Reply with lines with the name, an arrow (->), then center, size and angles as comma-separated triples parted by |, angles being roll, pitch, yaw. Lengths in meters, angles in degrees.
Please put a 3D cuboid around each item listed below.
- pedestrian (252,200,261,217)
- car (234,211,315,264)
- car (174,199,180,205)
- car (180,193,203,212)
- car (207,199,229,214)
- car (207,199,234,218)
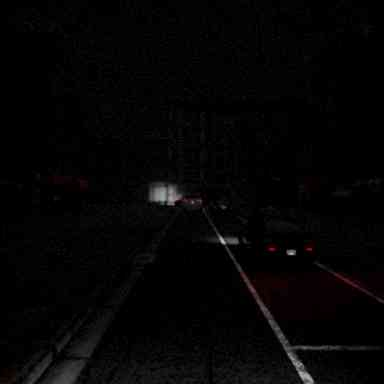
pedestrian -> 2.749, 1.256, 14.356 | 0.375, 1.860, 0.375 | 0, 0, 0
car -> 2.749, 1.496, 11.512 | 1.812, 1.442, 4.674 | 0, 0, 0
car -> -1.103, 1.483, 50.512 | 1.895, 1.301, 4.718 | 1, 0, -23
car -> 0.077, 1.133, 37.707 | 2.150, 2.045, 5.566 | 0, 0, 0
car -> 2.641, 1.469, 35.100 | 2.008, 1.369, 4.403 | 0, 0, 0
car -> 2.642, 1.369, 29.596 | 1.967, 1.590, 4.097 | 0, 0, 0
